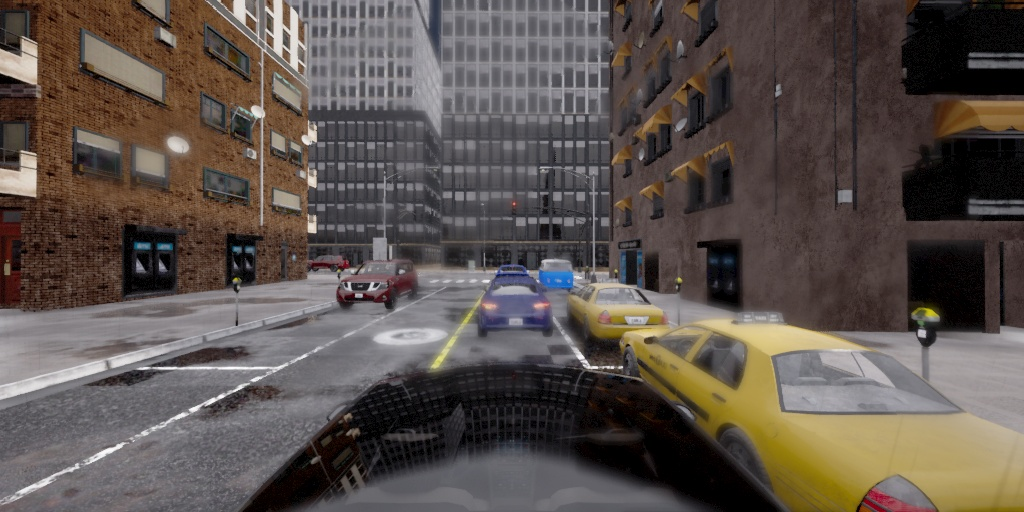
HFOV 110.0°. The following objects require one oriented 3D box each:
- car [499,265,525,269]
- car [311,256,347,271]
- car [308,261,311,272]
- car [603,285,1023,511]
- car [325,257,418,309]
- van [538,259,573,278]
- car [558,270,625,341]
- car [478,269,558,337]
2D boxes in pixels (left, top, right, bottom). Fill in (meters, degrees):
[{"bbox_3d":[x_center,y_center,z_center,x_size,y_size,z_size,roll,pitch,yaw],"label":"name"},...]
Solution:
[{"bbox_3d":[0.007,1.232,20.424,1.882,1.535,5.008,0,0,0],"label":"car"},{"bbox_3d":[-21.095,0.862,40.581,5.009,1.841,2.192,0,0,-1],"label":"car"},{"bbox_3d":[-21.007,1.083,32.442,4.207,1.307,1.802,0,0,-1],"label":"car"},{"bbox_3d":[2.565,1.275,4.005,1.751,1.417,4.829,0,0,0],"label":"car"},{"bbox_3d":[-5.379,1.067,15.070,2.192,1.841,5.009,0,0,0],"label":"car"},{"bbox_3d":[2.468,1.095,20.755,1.690,1.789,3.998,0,0,0],"label":"van"},{"bbox_3d":[2.532,1.277,9.645,1.751,1.417,4.829,0,0,0],"label":"car"},{"bbox_3d":[0.061,1.277,10.163,1.812,1.442,4.674,0,0,-1],"label":"car"}]
